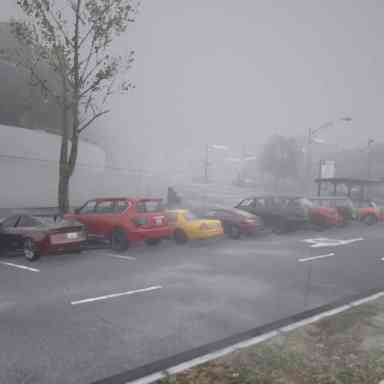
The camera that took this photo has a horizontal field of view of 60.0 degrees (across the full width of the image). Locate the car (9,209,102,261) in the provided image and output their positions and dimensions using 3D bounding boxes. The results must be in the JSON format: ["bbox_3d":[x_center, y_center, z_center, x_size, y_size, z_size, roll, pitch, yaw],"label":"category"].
[{"bbox_3d":[-5.894,1.523,12.347,4.792,1.488,2.163,-1,-1,35],"label":"car"}]

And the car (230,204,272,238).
[{"bbox_3d":[1.474,1.547,17.551,4.674,1.452,2.002,-1,-1,35],"label":"car"}]

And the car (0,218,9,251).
[{"bbox_3d":[-8.313,1.492,10.599,4.892,1.521,2.231,-1,-1,34],"label":"car"}]

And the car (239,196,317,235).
[{"bbox_3d":[3.901,1.260,19.310,5.566,2.045,2.435,-1,-1,35],"label":"car"}]

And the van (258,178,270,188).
[{"bbox_3d":[15.836,-1.769,67.625,1.878,1.987,4.442,7,4,35],"label":"van"}]

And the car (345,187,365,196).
[{"bbox_3d":[26.234,0.131,52.939,2.002,1.452,4.674,7,3,35],"label":"car"}]

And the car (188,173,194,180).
[{"bbox_3d":[1.927,-3.855,87.367,2.185,1.767,4.553,6,3,34],"label":"car"}]

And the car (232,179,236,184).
[{"bbox_3d":[10.684,-2.322,75.137,2.002,1.452,4.674,7,3,35],"label":"car"}]

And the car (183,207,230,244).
[{"bbox_3d":[-1.131,1.501,15.922,5.366,1.575,1.946,-1,-1,35],"label":"car"}]

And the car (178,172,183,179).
[{"bbox_3d":[-1.577,-4.367,92.183,2.435,2.045,5.566,1,-1,34],"label":"car"}]

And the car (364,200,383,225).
[{"bbox_3d":[11.359,1.401,24.439,4.553,1.767,2.185,-1,-1,35],"label":"car"}]

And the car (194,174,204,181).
[{"bbox_3d":[3.723,-3.704,84.902,2.435,2.045,5.566,7,3,34],"label":"car"}]

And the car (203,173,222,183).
[{"bbox_3d":[5.575,-3.181,82.644,1.946,1.575,5.366,7,3,34],"label":"car"}]

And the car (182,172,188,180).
[{"bbox_3d":[0.196,-4.090,89.837,2.185,1.767,4.553,4,1,33],"label":"car"}]

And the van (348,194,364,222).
[{"bbox_3d":[8.951,1.294,22.687,4.442,1.987,1.878,-1,-1,35],"label":"van"}]

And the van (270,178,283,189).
[{"bbox_3d":[17.567,-1.496,65.155,1.878,1.987,4.442,7,4,35],"label":"van"}]

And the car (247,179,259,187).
[{"bbox_3d":[14.260,-1.817,70.356,1.946,1.575,5.366,7,3,35],"label":"car"}]

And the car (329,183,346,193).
[{"bbox_3d":[24.542,-0.431,55.411,2.435,2.045,5.566,7,3,35],"label":"car"}]

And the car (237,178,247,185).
[{"bbox_3d":[12.428,-2.048,72.675,2.002,1.452,4.674,7,4,35],"label":"car"}]

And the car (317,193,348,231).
[{"bbox_3d":[6.413,1.265,21.016,5.566,2.045,2.435,-1,-1,35],"label":"car"}]

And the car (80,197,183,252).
[{"bbox_3d":[-3.450,1.247,14.093,5.566,2.045,2.435,-1,-1,34],"label":"car"}]

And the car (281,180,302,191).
[{"bbox_3d":[19.328,-0.997,62.794,2.231,1.521,4.892,7,3,35],"label":"car"}]
